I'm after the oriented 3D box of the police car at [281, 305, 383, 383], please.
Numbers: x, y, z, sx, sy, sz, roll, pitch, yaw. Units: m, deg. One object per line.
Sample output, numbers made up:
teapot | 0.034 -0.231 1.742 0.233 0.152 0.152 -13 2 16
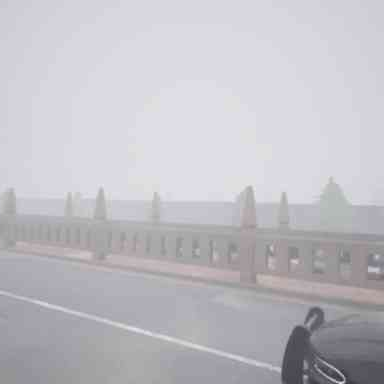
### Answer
police car | 3.460 1.644 2.747 5.238 1.638 1.930 0 -3 31
